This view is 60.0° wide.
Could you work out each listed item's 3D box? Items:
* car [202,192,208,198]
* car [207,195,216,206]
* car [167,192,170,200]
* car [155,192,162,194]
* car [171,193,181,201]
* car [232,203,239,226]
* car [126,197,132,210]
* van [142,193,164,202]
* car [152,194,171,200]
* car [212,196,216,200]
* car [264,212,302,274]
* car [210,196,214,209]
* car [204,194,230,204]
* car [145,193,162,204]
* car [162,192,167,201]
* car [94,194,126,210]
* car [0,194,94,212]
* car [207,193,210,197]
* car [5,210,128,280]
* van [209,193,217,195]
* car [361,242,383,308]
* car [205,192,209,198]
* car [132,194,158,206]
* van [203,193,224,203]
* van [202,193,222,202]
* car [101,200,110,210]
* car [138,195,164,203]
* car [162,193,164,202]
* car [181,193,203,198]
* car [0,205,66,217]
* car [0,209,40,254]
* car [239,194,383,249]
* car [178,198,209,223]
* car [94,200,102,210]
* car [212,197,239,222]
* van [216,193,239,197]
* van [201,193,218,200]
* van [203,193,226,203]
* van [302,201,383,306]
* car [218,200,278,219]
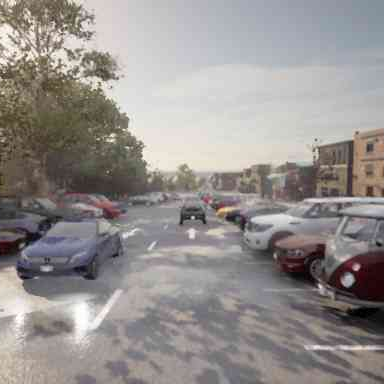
[{"bbox_3d":[4.716,1.199,53.816,5.566,2.045,2.435,0,0,0],"label":"car"},{"bbox_3d":[4.709,1.441,39.800,5.008,1.535,2.097,0,0,0],"label":"car"},{"bbox_3d":[-8.445,1.213,75.636,5.566,2.045,2.435,0,0,0],"label":"car"},{"bbox_3d":[-8.432,1.330,61.757,4.553,1.767,2.185,0,0,0],"label":"car"},{"bbox_3d":[-3.333,1.578,77.688,1.895,1.301,4.718,0,0,0],"label":"car"},{"bbox_3d":[4.758,1.467,17.375,4.792,1.488,2.163,0,0,0],"label":"car"},{"bbox_3d":[-8.335,1.183,28.207,5.566,2.045,2.435,0,0,0],"label":"car"},{"bbox_3d":[-8.530,1.237,72.860,4.442,1.987,1.878,0,0,0],"label":"van"},{"bbox_3d":[-8.429,1.403,92.298,4.892,1.521,2.231,0,0,0],"label":"car"},{"bbox_3d":[4.739,1.467,34.193,4.792,1.488,2.163,0,0,0],"label":"car"},{"bbox_3d":[4.743,1.456,8.967,5.008,1.535,2.097,0,0,0],"label":"car"},{"bbox_3d":[4.736,1.469,36.996,4.792,1.488,2.163,0,0,0],"label":"car"},{"bbox_3d":[4.647,1.330,62.226,4.553,1.767,2.185,0,0,0],"label":"car"},{"bbox_3d":[-8.209,1.449,56.207,5.366,1.575,1.946,0,0,0],"label":"car"},{"bbox_3d":[-8.436,1.208,67.310,5.566,2.045,2.435,0,0,0],"label":"car"},{"bbox_3d":[-8.331,1.181,25.545,5.566,2.045,2.435,0,0,0],"label":"car"},{"bbox_3d":[-8.323,1.187,17.189,5.566,2.045,2.435,0,0,0],"label":"car"},{"bbox_3d":[4.666,1.319,45.406,4.553,1.767,2.185,0,0,0],"label":"car"},{"bbox_3d":[-3.343,1.500,9.966,1.812,1.442,4.674,0,0,0],"label":"car"},{"bbox_3d":[4.817,1.217,42.603,4.442,1.987,1.878,0,0,0],"label":"van"},{"bbox_3d":[4.749,1.472,3.360,4.892,1.521,2.231,0,0,0],"label":"car"},{"bbox_3d":[4.722,1.323,51.013,4.553,1.767,2.185,0,0,0],"label":"car"},{"bbox_3d":[-8.397,1.451,53.430,4.892,1.521,2.231,0,0,0],"label":"car"},{"bbox_3d":[4.552,1.235,70.636,4.442,1.987,1.878,0,0,0],"label":"van"},{"bbox_3d":[4.546,1.238,76.240,4.442,1.987,1.878,0,0,0],"label":"van"},{"bbox_3d":[-8.354,1.473,22.637,4.674,1.452,2.002,0,0,0],"label":"car"},{"bbox_3d":[-8.596,1.458,70.085,5.366,1.575,1.946,0,0,0],"label":"car"},{"bbox_3d":[-8.375,1.487,64.534,4.792,1.488,2.163,0,0,0],"label":"car"},{"bbox_3d":[0.052,1.316,43.589,2.097,1.767,4.553,0,0,0],"label":"car"},{"bbox_3d":[-8.376,1.473,14.407,4.792,1.488,2.163,0,0,0],"label":"car"},{"bbox_3d":[-8.315,1.480,11.622,4.792,1.488,2.163,0,0,0],"label":"car"},{"bbox_3d":[4.707,1.198,11.770,5.566,2.045,2.435,0,0,0],"label":"car"},{"bbox_3d":[0.065,1.459,24.843,1.837,1.490,4.892,0,1,0],"label":"car"},{"bbox_3d":[-8.349,1.435,19.976,5.008,1.535,2.097,0,0,0],"label":"car"},{"bbox_3d":[4.534,1.429,25.783,5.366,1.575,1.946,0,0,0],"label":"car"},{"bbox_3d":[4.830,1.210,31.390,4.442,1.987,1.878,0,0,0],"label":"van"},{"bbox_3d":[4.764,1.189,90.263,4.442,1.987,1.878,0,0,0],"label":"van"},{"bbox_3d":[4.556,1.233,67.832,4.442,1.987,1.878,0,0,0],"label":"van"},{"bbox_3d":[4.625,1.238,6.162,4.442,1.987,1.878,0,0,0],"label":"van"},{"bbox_3d":[4.687,1.463,28.586,4.792,1.488,2.163,0,0,0],"label":"car"}]
